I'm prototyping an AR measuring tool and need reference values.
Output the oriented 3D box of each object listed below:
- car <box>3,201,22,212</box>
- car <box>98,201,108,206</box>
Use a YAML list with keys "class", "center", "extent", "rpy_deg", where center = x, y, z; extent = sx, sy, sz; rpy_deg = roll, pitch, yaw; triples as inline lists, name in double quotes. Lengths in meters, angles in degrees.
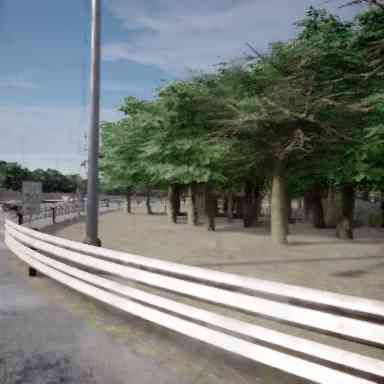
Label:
- class: "car"
  center: [-24.729, 2.026, 47.242]
  extent: [1.837, 1.490, 4.892]
  rpy_deg: [1, -1, 5]
- class: "car"
  center: [-21.572, 2.839, 80.832]
  extent: [2.033, 1.411, 5.357]
  rpy_deg: [1, -1, 7]
